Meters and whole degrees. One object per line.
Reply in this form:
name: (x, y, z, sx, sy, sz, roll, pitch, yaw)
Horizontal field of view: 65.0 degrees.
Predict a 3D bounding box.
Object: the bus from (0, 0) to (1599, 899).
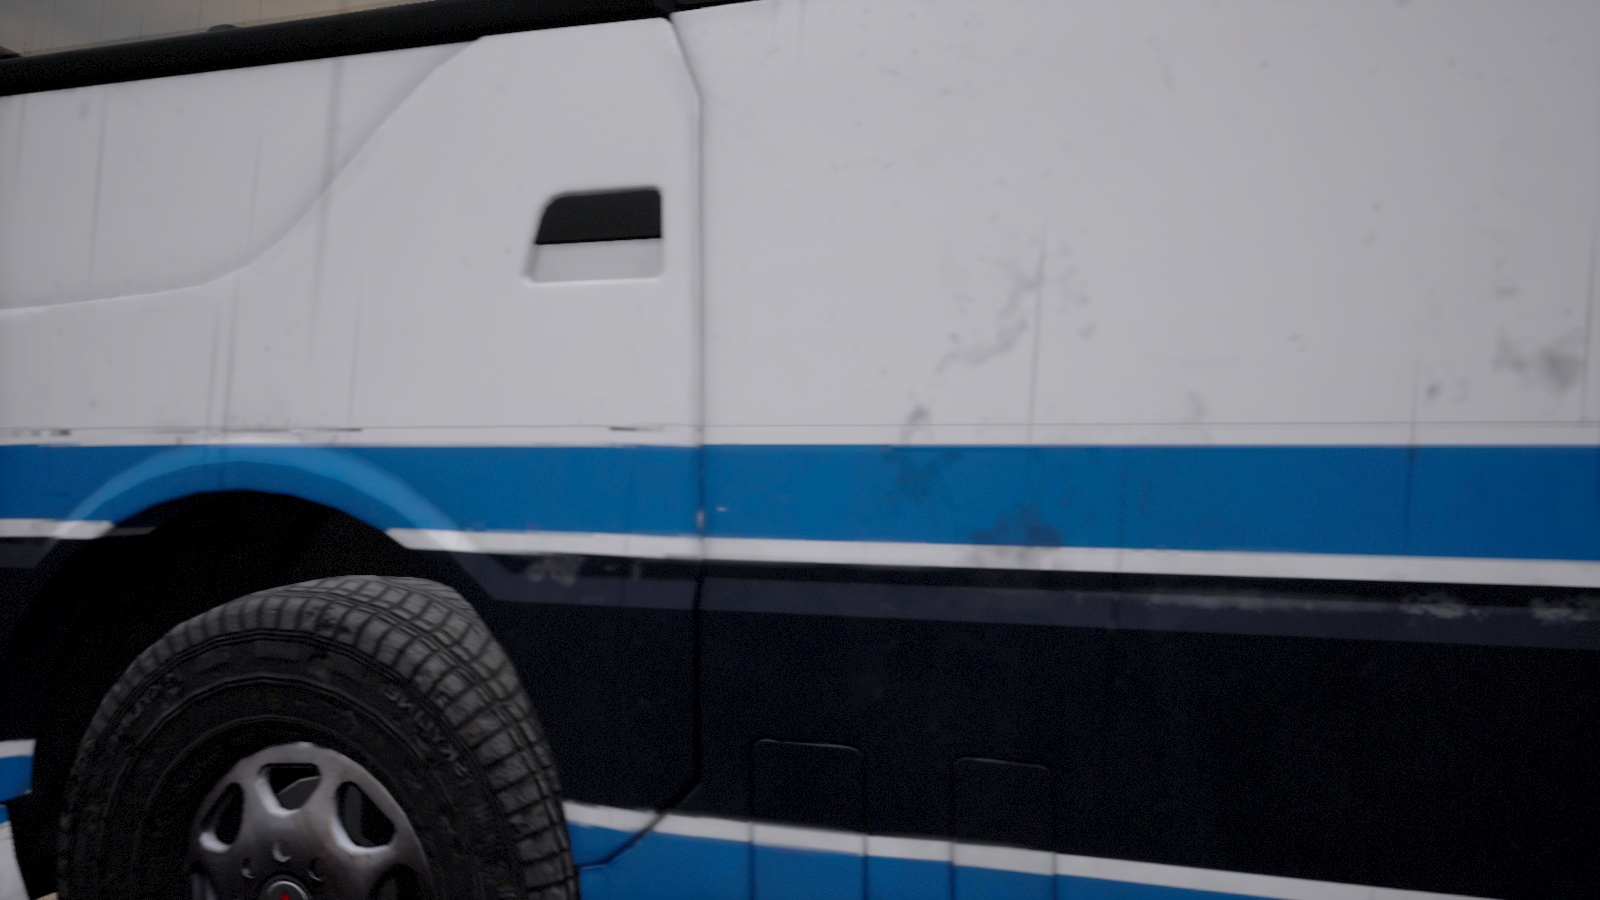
bus: (2.288, -0.588, 2.930, 10.273, 4.253, 3.944, 1, 1, 19)
